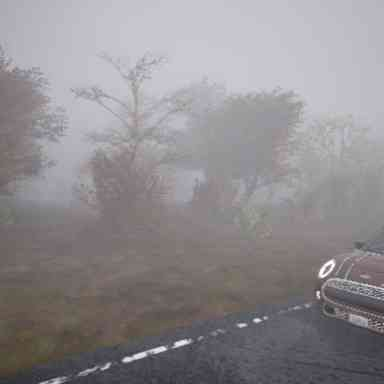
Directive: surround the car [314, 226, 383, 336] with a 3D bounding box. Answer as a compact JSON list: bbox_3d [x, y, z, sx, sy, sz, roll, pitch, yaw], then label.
[{"bbox_3d":[4.426,1.399,6.395,4.553,1.767,2.097,0,0,-34],"label":"car"}]
